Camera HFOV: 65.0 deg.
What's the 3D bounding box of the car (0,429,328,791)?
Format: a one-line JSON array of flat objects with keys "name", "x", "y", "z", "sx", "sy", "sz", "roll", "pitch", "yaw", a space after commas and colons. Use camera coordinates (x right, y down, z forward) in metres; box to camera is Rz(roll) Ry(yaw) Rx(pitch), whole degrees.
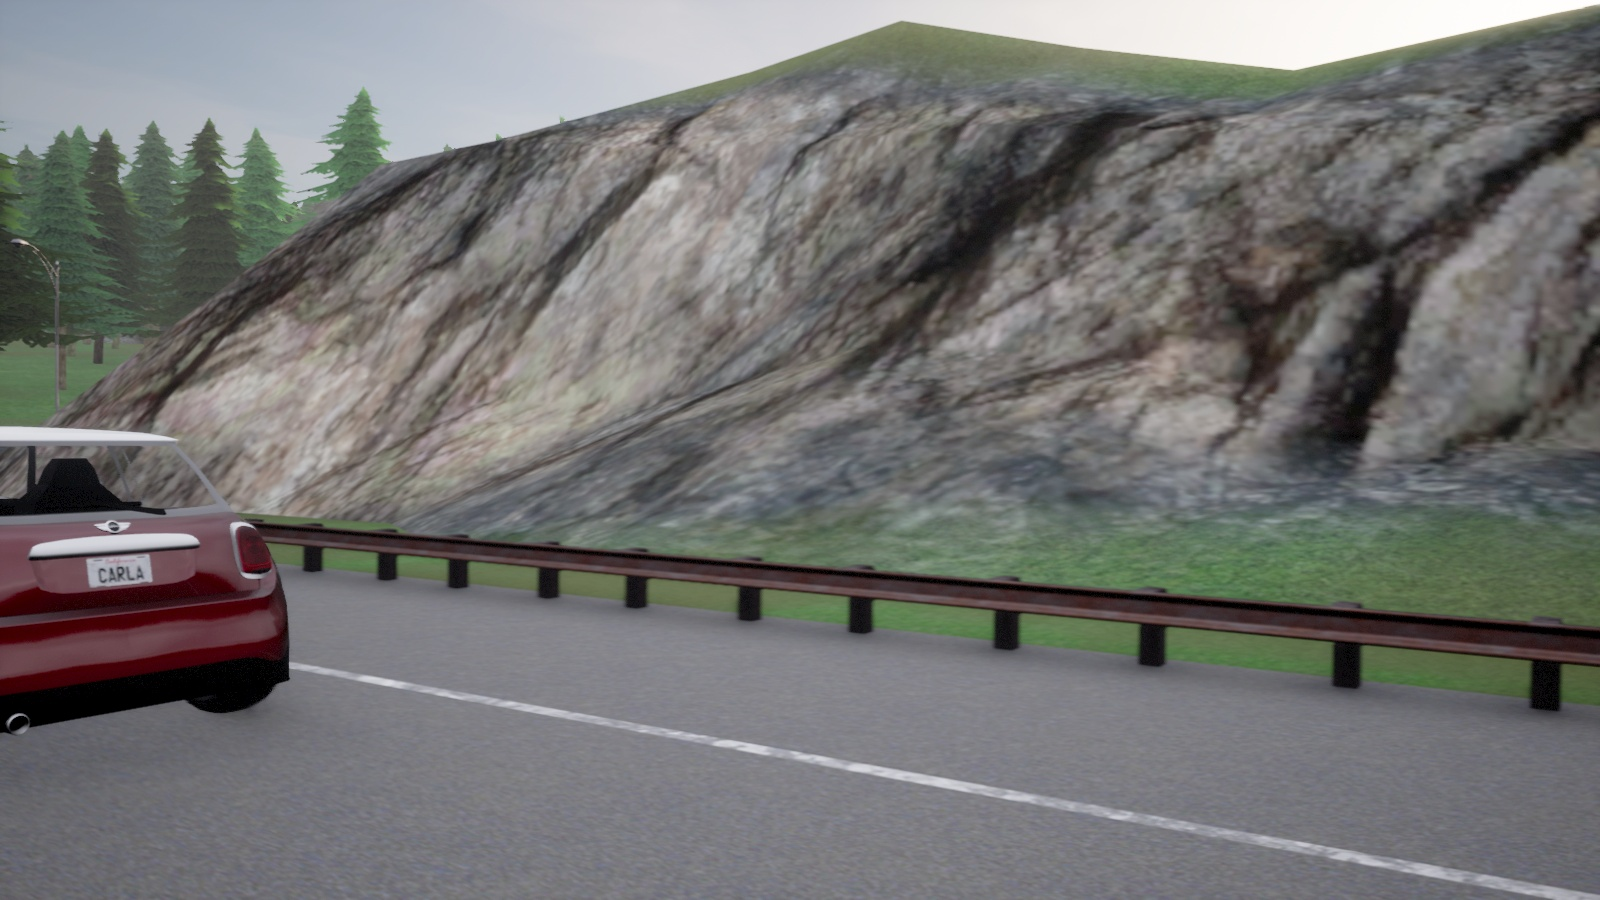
[{"name": "car", "x": -4.553, "y": 0.647, "z": 6.647, "sx": 3.806, "sy": 1.475, "sz": 1.970, "roll": 0, "pitch": 1, "yaw": 34}]
